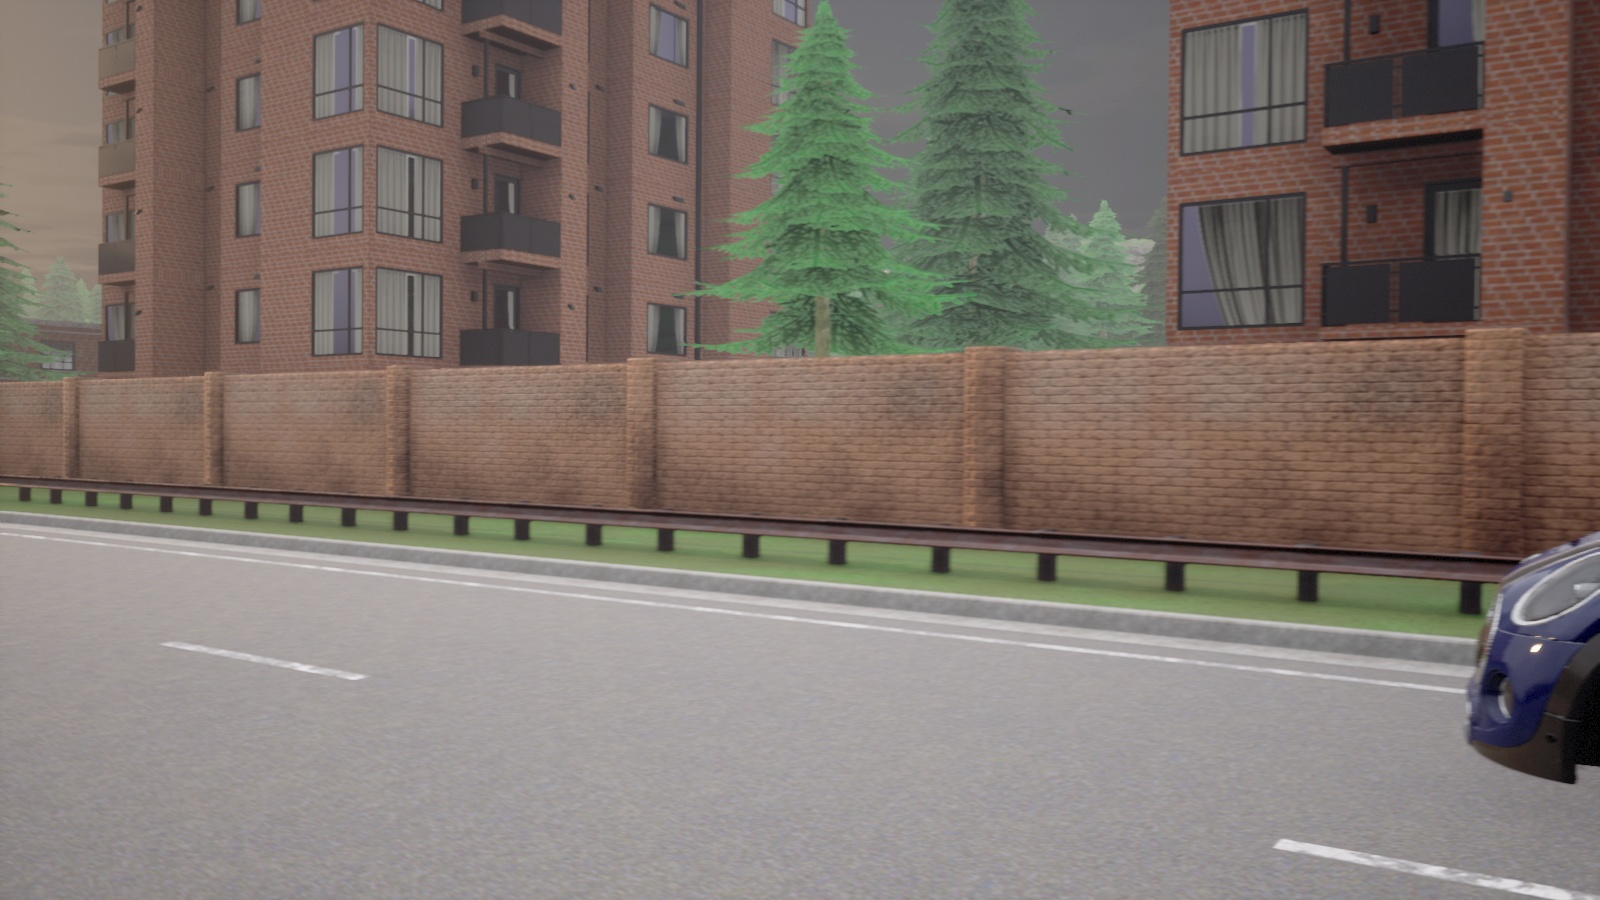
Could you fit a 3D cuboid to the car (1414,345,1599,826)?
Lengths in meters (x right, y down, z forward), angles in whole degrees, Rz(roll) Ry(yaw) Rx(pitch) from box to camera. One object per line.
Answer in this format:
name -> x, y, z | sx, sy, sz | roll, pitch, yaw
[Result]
car -> 4.901, 0.483, 4.566 | 4.553, 1.767, 2.097 | 0, 1, 34
